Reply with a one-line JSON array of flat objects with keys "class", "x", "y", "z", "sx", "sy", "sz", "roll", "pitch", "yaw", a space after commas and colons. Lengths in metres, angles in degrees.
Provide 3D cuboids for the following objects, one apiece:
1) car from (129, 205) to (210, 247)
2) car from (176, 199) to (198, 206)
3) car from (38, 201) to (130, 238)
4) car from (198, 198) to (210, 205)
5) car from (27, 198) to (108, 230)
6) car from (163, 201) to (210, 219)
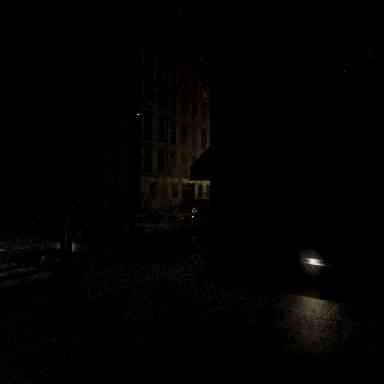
[{"class": "car", "x": -0.371, "y": 1.530, "z": 15.180, "sx": 1.752, "sy": 1.417, "sz": 4.829, "roll": 0, "pitch": 0, "yaw": 36}, {"class": "car", "x": 0.613, "y": 1.322, "z": 25.992, "sx": 2.097, "sy": 1.767, "sz": 4.553, "roll": 0, "pitch": 0, "yaw": 35}, {"class": "car", "x": -5.222, "y": 1.457, "z": 17.823, "sx": 1.882, "sy": 1.535, "sz": 5.008, "roll": 0, "pitch": 0, "yaw": 34}, {"class": "car", "x": 2.833, "y": 1.314, "z": 19.662, "sx": 2.192, "sy": 1.841, "sz": 5.009, "roll": 0, "pitch": 0, "yaw": 36}, {"class": "car", "x": -6.994, "y": 1.282, "z": 19.714, "sx": 2.192, "sy": 1.841, "sz": 5.009, "roll": 0, "pitch": 0, "yaw": 36}, {"class": "car", "x": -0.394, "y": 1.522, "z": 28.956, "sx": 1.947, "sy": 1.339, "sz": 4.313, "roll": 0, "pitch": 0, "yaw": 36}]
